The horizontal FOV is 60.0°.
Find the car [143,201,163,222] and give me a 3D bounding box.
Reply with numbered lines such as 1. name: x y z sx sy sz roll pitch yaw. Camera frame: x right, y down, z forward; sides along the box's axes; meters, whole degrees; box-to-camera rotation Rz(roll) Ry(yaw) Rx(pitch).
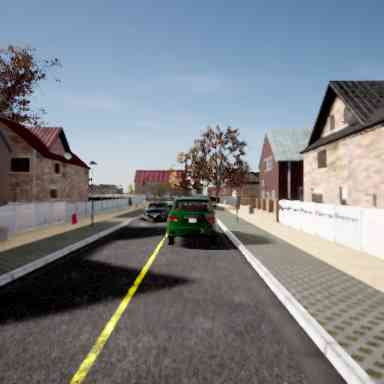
1. car: -2.708 1.534 26.606 1.837 1.490 4.892 0 -1 0

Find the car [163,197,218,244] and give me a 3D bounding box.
1. car: 0.034 1.236 16.003 2.150 2.045 5.566 0 0 0
